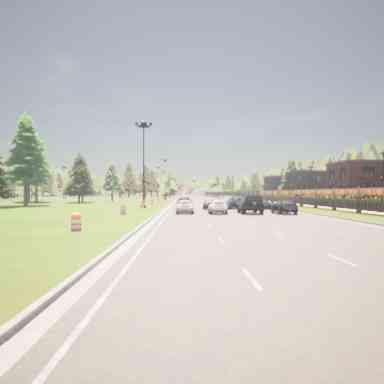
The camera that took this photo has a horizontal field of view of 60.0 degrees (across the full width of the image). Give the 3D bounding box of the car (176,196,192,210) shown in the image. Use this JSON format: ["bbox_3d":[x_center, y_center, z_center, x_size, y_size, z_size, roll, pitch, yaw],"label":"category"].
[{"bbox_3d":[-1.040,1.470,46.205,2.097,1.767,4.553,0,0,-1],"label":"car"}]

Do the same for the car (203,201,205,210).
[{"bbox_3d":[2.463,1.717,45.725,1.895,1.301,4.718,0,0,-1],"label":"car"}]

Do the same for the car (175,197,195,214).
[{"bbox_3d":[-0.766,1.619,36.193,1.812,1.442,4.674,0,0,-1],"label":"car"}]

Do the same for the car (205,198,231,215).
[{"bbox_3d":[2.748,1.616,35.616,1.812,1.442,4.674,0,0,-1],"label":"car"}]

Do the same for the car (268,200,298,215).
[{"bbox_3d":[9.749,1.580,35.360,2.128,1.511,4.902,0,0,-1],"label":"car"}]

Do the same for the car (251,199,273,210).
[{"bbox_3d":[9.471,1.678,45.349,1.994,1.385,4.181,0,0,-1],"label":"car"}]

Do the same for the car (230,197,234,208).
[{"bbox_3d":[5.960,1.469,46.233,2.097,1.767,4.553,0,0,-1],"label":"car"}]

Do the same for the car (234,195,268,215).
[{"bbox_3d":[6.235,1.312,35.757,2.150,2.045,5.566,0,0,0],"label":"car"}]
